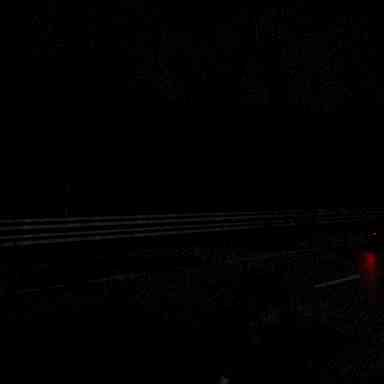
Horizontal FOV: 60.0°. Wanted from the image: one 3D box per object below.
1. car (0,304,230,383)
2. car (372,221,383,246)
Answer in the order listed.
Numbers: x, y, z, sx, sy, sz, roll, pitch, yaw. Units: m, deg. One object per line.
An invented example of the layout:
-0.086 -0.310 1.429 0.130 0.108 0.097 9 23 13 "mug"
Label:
-1.985 1.596 2.326 4.718 1.301 1.895 1 0 -35 "car"
9.965 1.710 15.018 4.674 1.442 1.812 1 0 -35 "car"
